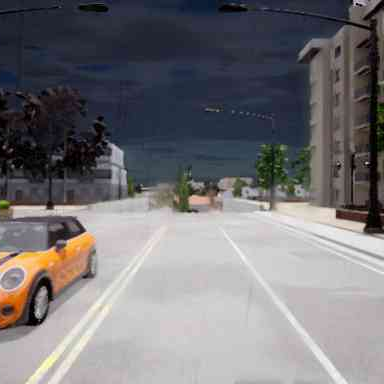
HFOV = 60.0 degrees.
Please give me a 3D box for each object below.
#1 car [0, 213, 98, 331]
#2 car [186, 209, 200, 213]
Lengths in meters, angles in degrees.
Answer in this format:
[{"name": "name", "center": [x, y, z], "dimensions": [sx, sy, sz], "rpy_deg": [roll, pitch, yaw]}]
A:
[{"name": "car", "center": [-3.582, 1.348, 7.073], "dimensions": [2.097, 1.767, 4.553], "rpy_deg": [0, 0, 0]}, {"name": "car", "center": [0.101, 3.284, 49.703], "dimensions": [1.882, 1.535, 5.008], "rpy_deg": [0, -10, 0]}]
